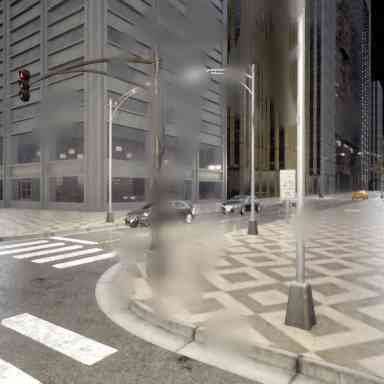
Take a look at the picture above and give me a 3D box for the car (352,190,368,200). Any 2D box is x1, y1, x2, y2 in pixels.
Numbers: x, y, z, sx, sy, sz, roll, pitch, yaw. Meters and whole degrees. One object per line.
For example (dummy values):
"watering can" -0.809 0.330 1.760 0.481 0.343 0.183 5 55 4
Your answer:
"car" 27.859 0.468 55.071 1.882 1.535 5.008 0 1 36

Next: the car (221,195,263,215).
"car" 4.166 1.037 27.363 2.128 1.511 4.902 0 1 35

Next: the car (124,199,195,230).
"car" -1.716 1.220 19.116 1.837 1.490 4.892 0 1 35

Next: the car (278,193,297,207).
"car" 11.299 0.873 37.332 1.812 1.442 4.674 0 1 36
